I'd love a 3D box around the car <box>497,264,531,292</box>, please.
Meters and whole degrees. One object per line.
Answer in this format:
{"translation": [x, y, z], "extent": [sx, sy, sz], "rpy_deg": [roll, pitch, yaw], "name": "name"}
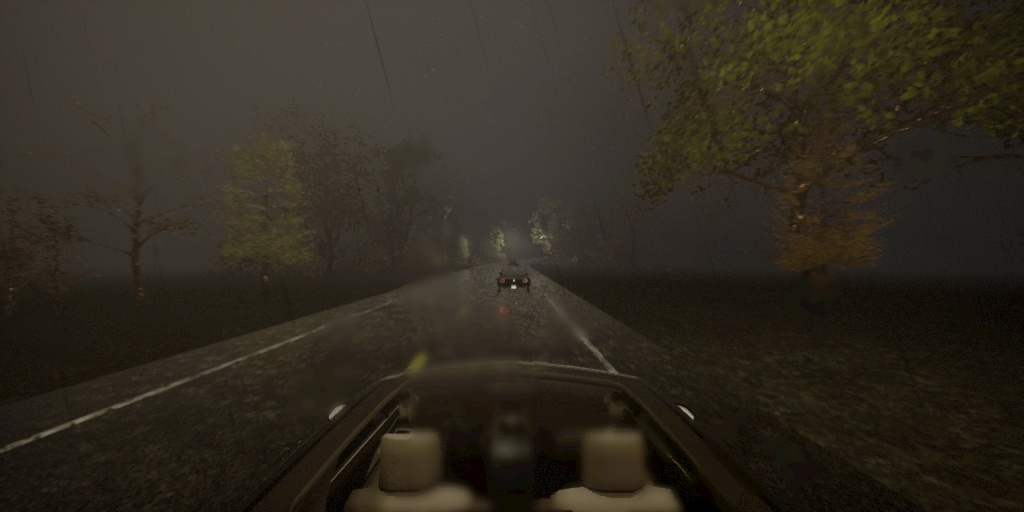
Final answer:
{"translation": [0.103, 1.373, 21.483], "extent": [1.895, 1.301, 4.718], "rpy_deg": [0, 0, 0], "name": "car"}
